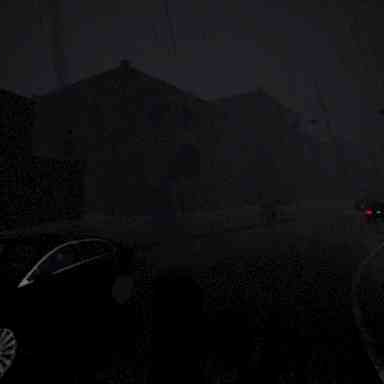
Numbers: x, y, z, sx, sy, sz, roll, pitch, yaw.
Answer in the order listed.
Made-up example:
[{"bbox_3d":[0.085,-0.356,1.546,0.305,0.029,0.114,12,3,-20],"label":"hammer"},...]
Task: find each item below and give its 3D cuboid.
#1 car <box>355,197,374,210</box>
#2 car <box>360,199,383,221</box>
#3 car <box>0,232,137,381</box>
[{"bbox_3d":[20.982,1.404,39.980,2.128,1.511,4.902,-1,0,37],"label":"car"},{"bbox_3d":[14.931,1.507,25.920,2.033,1.411,5.357,-1,0,37],"label":"car"},{"bbox_3d":[-2.651,1.496,5.503,2.128,1.511,4.902,0,-1,18],"label":"car"}]
